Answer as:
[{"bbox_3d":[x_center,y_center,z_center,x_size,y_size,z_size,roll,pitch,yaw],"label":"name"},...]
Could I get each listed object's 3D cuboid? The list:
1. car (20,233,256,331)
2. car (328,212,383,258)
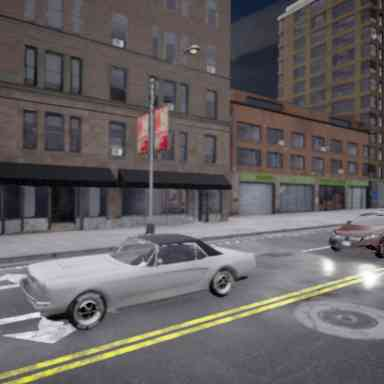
[{"bbox_3d":[-0.934,1.599,7.007,4.718,1.301,1.895,0,0,-35],"label":"car"},{"bbox_3d":[7.220,1.511,12.815,4.674,1.442,1.812,0,0,-35],"label":"car"}]
